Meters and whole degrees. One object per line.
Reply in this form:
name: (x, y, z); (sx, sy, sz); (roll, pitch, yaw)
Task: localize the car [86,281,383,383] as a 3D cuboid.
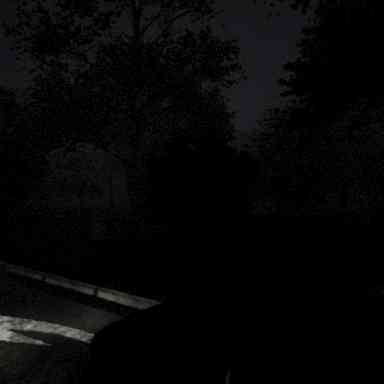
car: (1.288, 1.477, 2.460); (5.008, 1.535, 1.882); (0, 0, 36)
